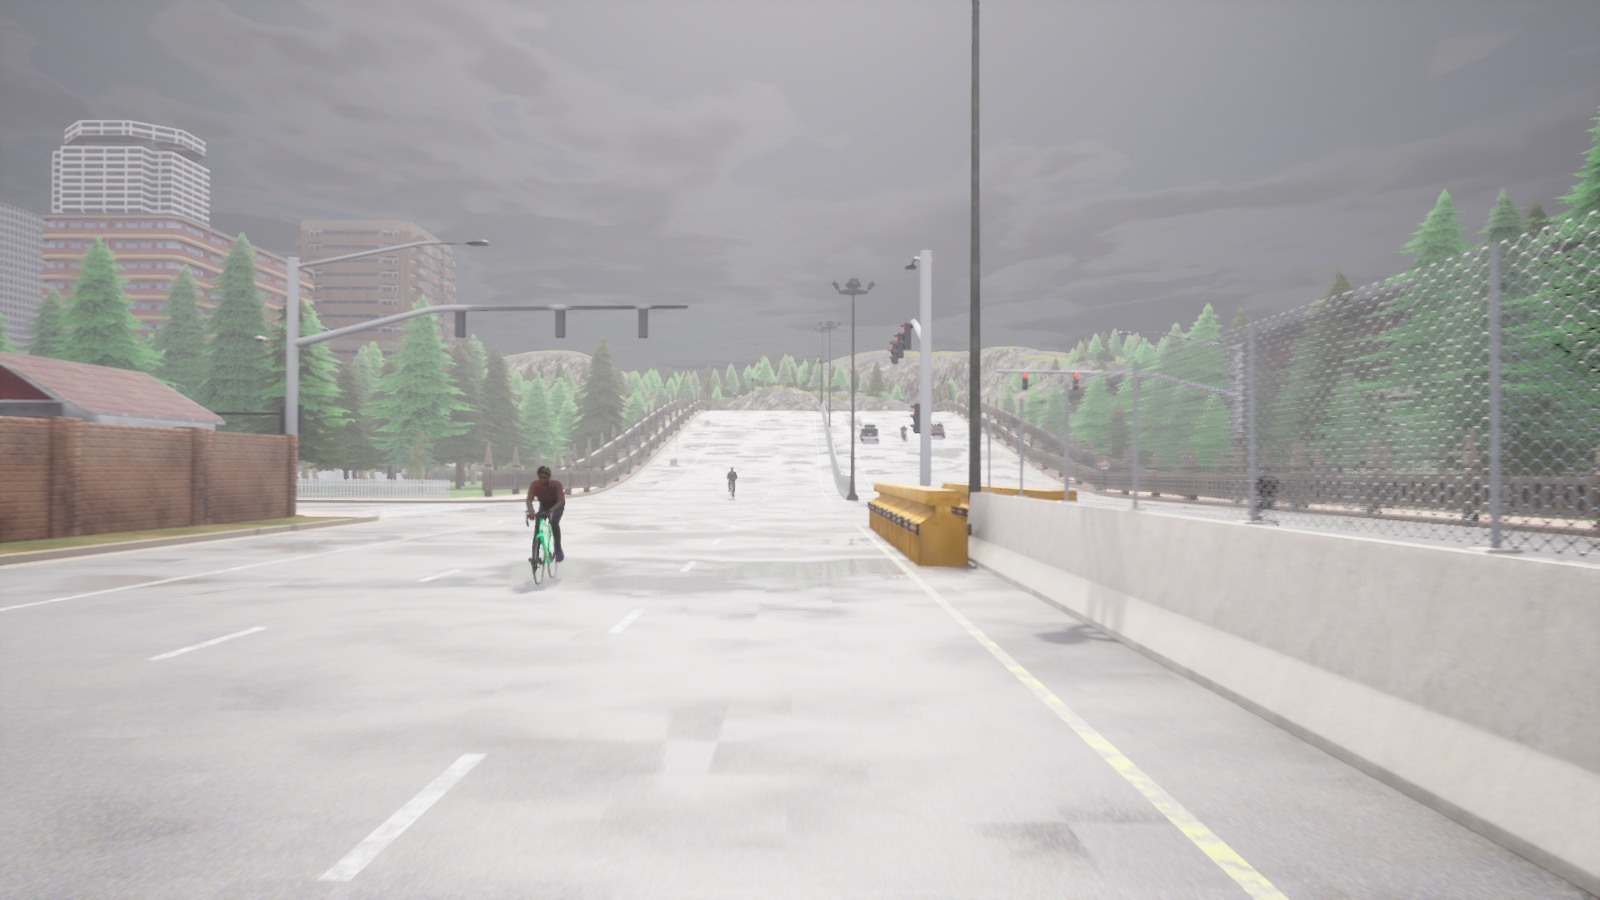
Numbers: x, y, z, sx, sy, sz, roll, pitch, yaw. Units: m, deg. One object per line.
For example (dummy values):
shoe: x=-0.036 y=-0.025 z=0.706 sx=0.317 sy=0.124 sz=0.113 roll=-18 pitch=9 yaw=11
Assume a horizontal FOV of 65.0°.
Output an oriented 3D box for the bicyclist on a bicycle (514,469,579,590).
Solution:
bicyclist on a bicycle: x=-3.544 y=1.079 z=17.643 sx=0.582 sy=1.620 sz=1.656 roll=0 pitch=-1 yaw=0

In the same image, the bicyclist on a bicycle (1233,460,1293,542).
bicyclist on a bicycle: x=10.429 y=1.121 z=28.355 sx=0.659 sy=1.776 sz=1.843 roll=0 pitch=-1 yaw=0
